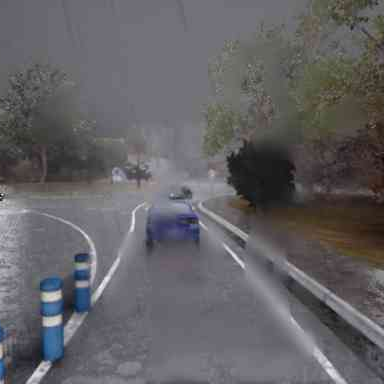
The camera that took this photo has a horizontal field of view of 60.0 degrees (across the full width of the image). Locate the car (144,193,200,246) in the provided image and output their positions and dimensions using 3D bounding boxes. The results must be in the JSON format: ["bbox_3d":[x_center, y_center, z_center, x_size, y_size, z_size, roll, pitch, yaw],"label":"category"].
[{"bbox_3d":[-0.849,1.044,13.187,1.882,1.535,5.008,0,3,-6],"label":"car"}]

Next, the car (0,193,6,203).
[{"bbox_3d":[-17.038,0.372,25.627,4.718,1.301,1.895,0,4,3],"label":"car"}]

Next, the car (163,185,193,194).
[{"bbox_3d":[-1.186,0.063,29.322,1.994,1.385,4.181,1,4,13],"label":"car"}]
